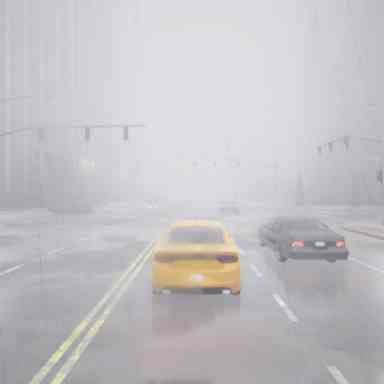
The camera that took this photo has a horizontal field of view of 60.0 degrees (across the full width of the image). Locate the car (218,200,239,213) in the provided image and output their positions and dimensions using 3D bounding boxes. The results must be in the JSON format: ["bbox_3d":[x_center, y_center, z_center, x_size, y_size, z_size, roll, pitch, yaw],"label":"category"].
[{"bbox_3d":[3.897,1.537,36.515,1.895,1.301,4.718,0,0,1],"label":"car"}]

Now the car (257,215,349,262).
[{"bbox_3d":[3.671,1.526,11.971,2.033,1.411,5.357,0,0,1],"label":"car"}]

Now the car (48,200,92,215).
[{"bbox_3d":[-11.976,1.507,32.802,4.181,1.385,1.994,0,0,16],"label":"car"}]

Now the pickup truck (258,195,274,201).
[{"bbox_3d":[17.259,0.924,76.667,2.390,2.098,6.274,0,0,31],"label":"pickup truck"}]

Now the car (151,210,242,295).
[{"bbox_3d":[0.123,1.462,8.732,1.882,1.535,5.008,0,0,1],"label":"car"}]

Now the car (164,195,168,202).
[{"bbox_3d":[-6.390,1.351,73.475,1.882,1.535,5.008,0,0,0],"label":"car"}]

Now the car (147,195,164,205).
[{"bbox_3d":[-6.588,1.392,57.959,2.128,1.511,4.902,0,0,1],"label":"car"}]
